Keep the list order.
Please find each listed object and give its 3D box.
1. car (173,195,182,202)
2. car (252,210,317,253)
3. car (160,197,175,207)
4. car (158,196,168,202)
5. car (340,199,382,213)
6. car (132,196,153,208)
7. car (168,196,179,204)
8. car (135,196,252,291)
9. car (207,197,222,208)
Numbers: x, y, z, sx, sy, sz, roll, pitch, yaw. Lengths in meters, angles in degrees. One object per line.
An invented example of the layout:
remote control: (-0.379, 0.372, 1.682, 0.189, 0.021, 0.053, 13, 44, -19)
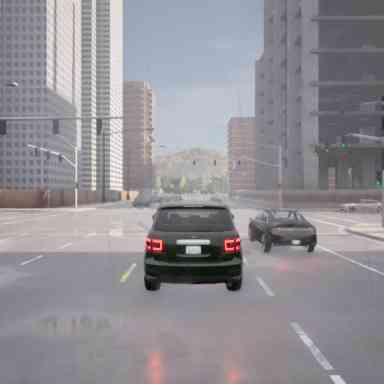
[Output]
car: (-3.384, 1.531, 79.274, 1.994, 1.385, 4.181, 0, 0, 1)
car: (3.540, 1.491, 13.726, 2.128, 1.511, 4.902, 0, 0, 0)
car: (-3.833, 1.503, 52.221, 1.837, 1.490, 4.892, 0, 0, 1)
car: (-6.886, 1.577, 79.148, 1.895, 1.301, 4.718, 0, 0, 1)
car: (18.290, 1.525, 35.566, 4.674, 1.442, 1.812, 0, 0, 0)
car: (-7.374, 1.352, 48.589, 2.097, 1.767, 4.553, 0, 0, 1)
car: (-3.604, 1.505, 65.406, 1.837, 1.490, 4.892, 0, 0, 1)
car: (0.034, 1.221, 9.149, 2.150, 2.045, 5.566, 0, 0, 0)
car: (3.333, 1.504, 50.033, 1.837, 1.490, 4.892, 0, 0, 1)
